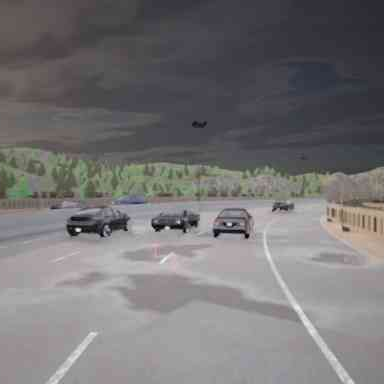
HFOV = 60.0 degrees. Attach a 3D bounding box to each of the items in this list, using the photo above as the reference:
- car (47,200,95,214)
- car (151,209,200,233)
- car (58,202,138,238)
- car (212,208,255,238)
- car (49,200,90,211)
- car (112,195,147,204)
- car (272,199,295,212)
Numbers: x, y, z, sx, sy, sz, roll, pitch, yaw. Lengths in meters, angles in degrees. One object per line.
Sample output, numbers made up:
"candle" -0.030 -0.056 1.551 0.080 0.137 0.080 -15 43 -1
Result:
"car" -13.603 1.641 37.858 2.033 1.411 5.357 0 0 22
"car" -0.813 1.646 19.953 1.895 1.301 4.718 0 0 13
"car" -4.822 1.529 17.878 1.837 1.490 4.892 0 0 12
"car" 2.357 1.597 18.270 2.033 1.411 5.357 0 0 13
"car" -9.709 1.555 27.670 1.837 1.490 4.892 0 0 17
"car" -7.920 1.361 42.200 2.150 2.045 5.566 0 -1 26
"car" 11.308 1.685 40.912 1.837 1.490 4.892 0 -1 29
